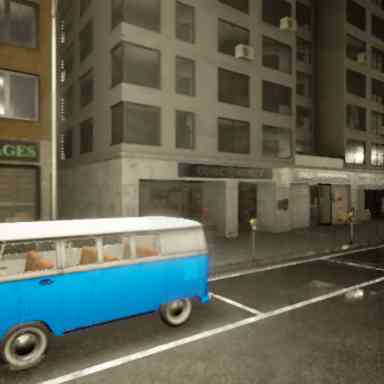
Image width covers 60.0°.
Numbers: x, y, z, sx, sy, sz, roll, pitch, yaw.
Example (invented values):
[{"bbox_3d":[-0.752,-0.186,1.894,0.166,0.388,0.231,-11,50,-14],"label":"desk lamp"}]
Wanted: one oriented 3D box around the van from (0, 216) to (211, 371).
[{"bbox_3d":[-1.582,1.341,5.402,3.998,1.788,1.690,0,0,-35],"label":"van"}]
